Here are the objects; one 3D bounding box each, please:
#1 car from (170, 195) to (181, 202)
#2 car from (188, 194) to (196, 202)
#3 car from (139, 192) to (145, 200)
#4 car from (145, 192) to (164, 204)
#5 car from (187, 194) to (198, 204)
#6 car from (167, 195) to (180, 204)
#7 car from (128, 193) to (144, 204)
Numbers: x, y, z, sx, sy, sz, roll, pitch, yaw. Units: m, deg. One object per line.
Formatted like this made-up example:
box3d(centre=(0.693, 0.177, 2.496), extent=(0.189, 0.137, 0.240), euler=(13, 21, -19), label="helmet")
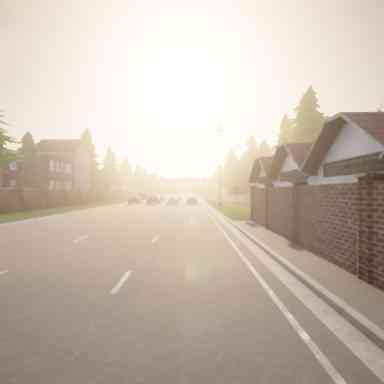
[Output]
box3d(centre=(-3.507, 1.294, 72.023), extent=(2.033, 1.411, 5.357), euler=(0, 0, 0), label="car")
box3d(centre=(-0.007, 1.254, 72.023), extent=(1.837, 1.490, 4.892), euler=(0, 0, 0), label="car")
box3d(centre=(-10.508, 1.045, 72.883), extent=(2.150, 2.045, 5.566), euler=(0, 0, 0), label="car")
box3d(centre=(-6.954, 1.272, 61.758), extent=(2.097, 1.767, 4.553), euler=(0, 0, 1), label="car")
box3d(centre=(0.040, 1.445, 61.197), extent=(1.812, 1.442, 4.674), euler=(0, 0, 1), label="car")
box3d(centre=(-3.463, 1.446, 60.896), extent=(1.812, 1.442, 4.674), euler=(0, 0, 1), label="car")
box3d(centre=(-10.463, 1.425, 60.866), extent=(1.837, 1.490, 4.892), euler=(0, 0, 1), label="car")
